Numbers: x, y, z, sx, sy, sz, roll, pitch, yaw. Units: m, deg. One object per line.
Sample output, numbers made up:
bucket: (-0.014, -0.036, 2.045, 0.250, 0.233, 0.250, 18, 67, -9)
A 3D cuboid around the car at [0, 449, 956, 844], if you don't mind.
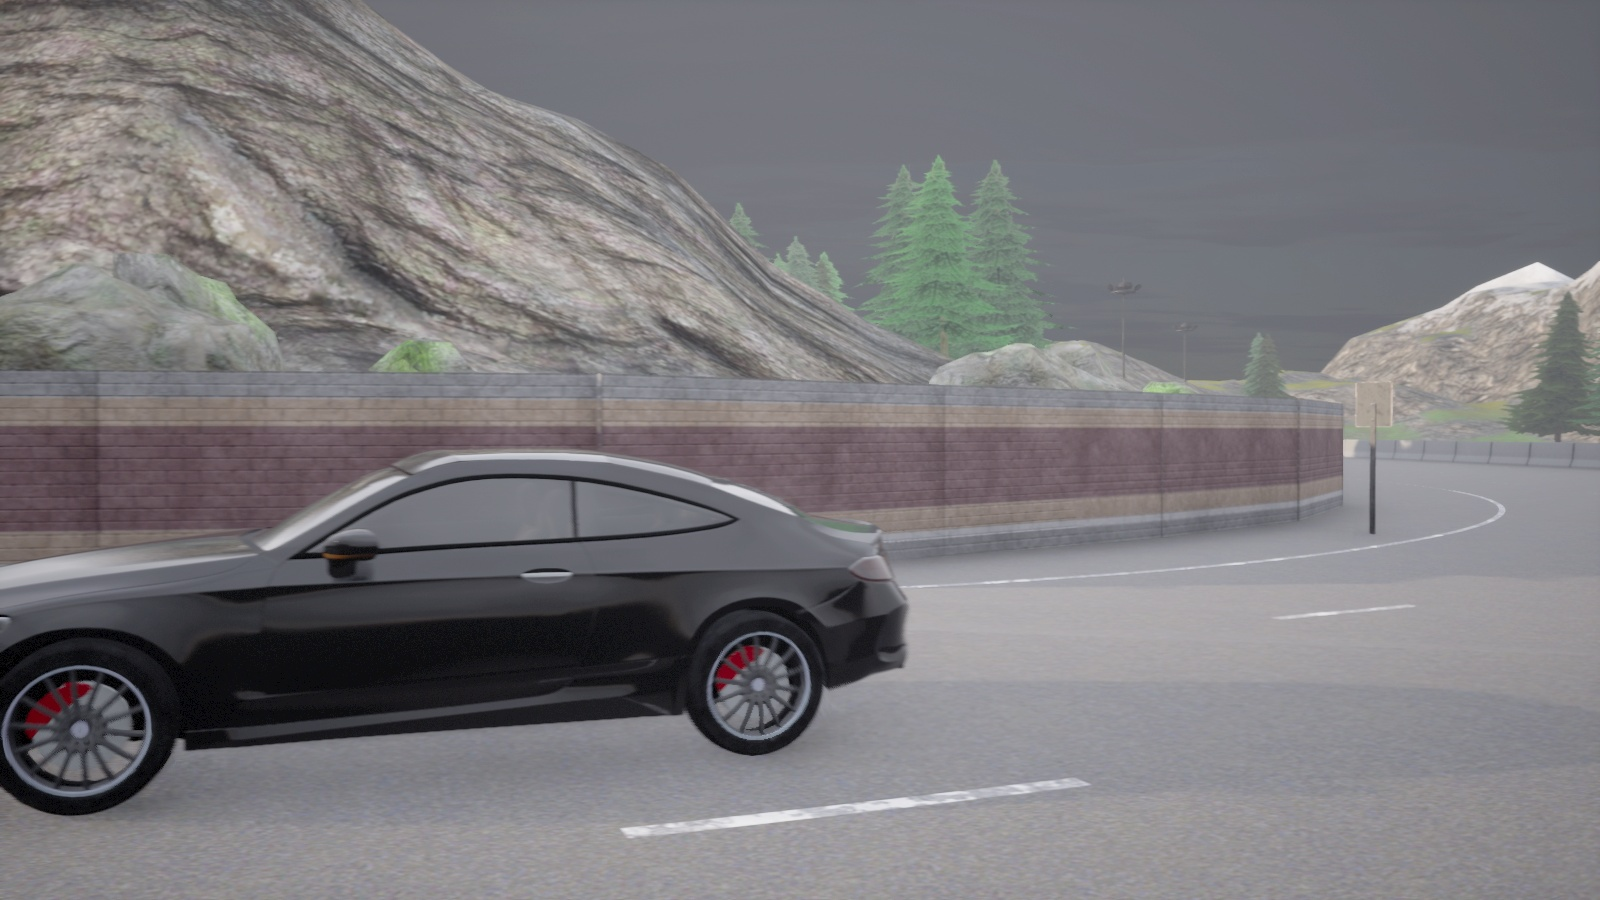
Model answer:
car: (-1.721, 0.753, 6.308, 4.674, 1.442, 1.812, -1, 1, -22)
